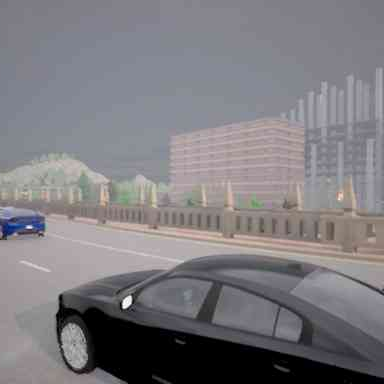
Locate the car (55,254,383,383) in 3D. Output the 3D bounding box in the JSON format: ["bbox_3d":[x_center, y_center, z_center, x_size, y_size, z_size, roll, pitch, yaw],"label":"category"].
[{"bbox_3d":[0.386,1.494,3.892,5.008,1.535,1.882,0,0,37],"label":"car"}]

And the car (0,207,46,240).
[{"bbox_3d":[-9.431,1.522,17.597,1.882,1.535,5.008,0,0,-43],"label":"car"}]

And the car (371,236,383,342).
[{"bbox_3d":[5.075,1.595,4.804,4.181,1.385,1.994,0,0,34],"label":"car"}]
